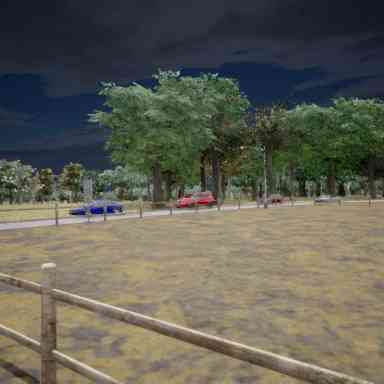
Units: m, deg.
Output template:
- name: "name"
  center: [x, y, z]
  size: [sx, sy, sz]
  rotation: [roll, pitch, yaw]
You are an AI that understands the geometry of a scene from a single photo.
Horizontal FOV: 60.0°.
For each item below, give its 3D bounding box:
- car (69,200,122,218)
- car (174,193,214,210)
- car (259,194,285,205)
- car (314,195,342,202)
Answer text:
- name: "car"
  center: [-8.528, 1.456, 29.673]
  size: [1.882, 1.535, 5.008]
  rotation: [-2, -1, 37]
- name: "car"
  center: [0.323, 1.110, 40.438]
  size: [2.150, 2.045, 5.566]
  rotation: [-2, -1, 44]
- name: "car"
  center: [12.184, 1.111, 51.169]
  size: [4.553, 1.767, 2.097]
  rotation: [-1, -1, -37]
- name: "car"
  center: [22.267, 1.146, 54.342]
  size: [4.718, 1.301, 1.895]
  rotation: [-1, -2, -30]
